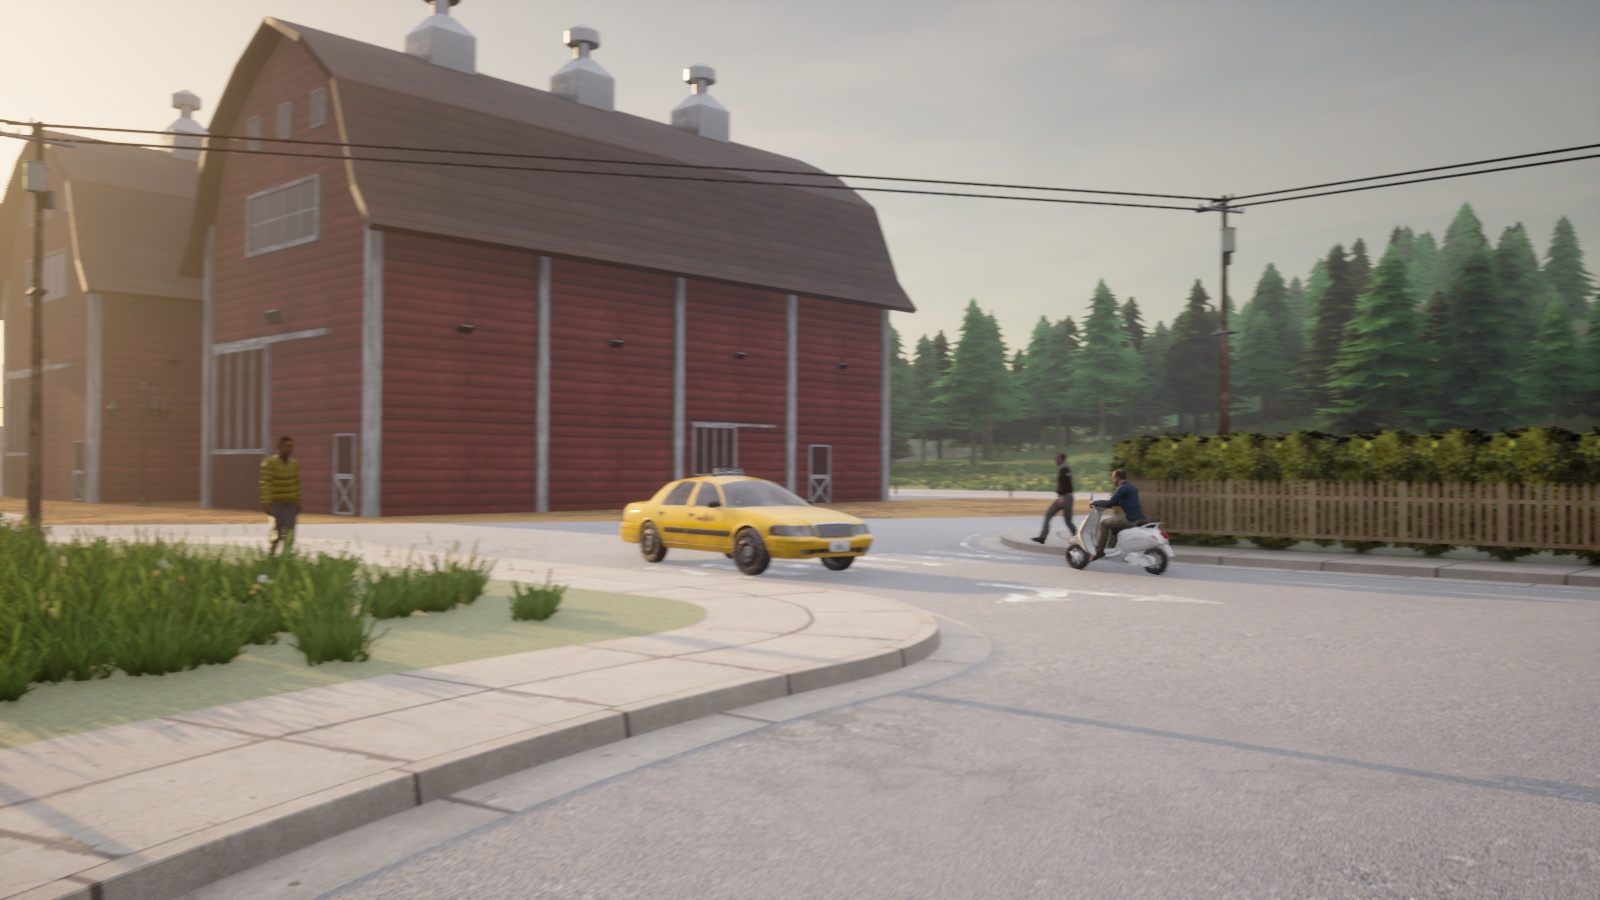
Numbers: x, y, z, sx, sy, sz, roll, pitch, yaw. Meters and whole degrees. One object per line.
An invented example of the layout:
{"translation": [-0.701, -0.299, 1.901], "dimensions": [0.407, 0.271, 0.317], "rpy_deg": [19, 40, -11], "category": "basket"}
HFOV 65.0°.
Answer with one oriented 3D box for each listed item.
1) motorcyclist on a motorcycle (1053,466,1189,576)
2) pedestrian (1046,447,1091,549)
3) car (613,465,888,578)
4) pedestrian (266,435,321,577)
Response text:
{"translation": [4.911, 1.051, 19.260], "dimensions": [1.817, 1.590, 0.866], "rpy_deg": [-1, -1, 43], "category": "motorcyclist on a motorcycle"}
{"translation": [4.922, 0.868, 23.046], "dimensions": [0.720, 1.854, 0.376], "rpy_deg": [0, -1, -2], "category": "pedestrian"}
{"translation": [-0.984, 1.068, 20.296], "dimensions": [1.801, 1.575, 5.366], "rpy_deg": [0, -1, -35], "category": "car"}
{"translation": [-6.698, 0.726, 16.608], "dimensions": [0.709, 1.840, 0.431], "rpy_deg": [-1, -1, 45], "category": "pedestrian"}
